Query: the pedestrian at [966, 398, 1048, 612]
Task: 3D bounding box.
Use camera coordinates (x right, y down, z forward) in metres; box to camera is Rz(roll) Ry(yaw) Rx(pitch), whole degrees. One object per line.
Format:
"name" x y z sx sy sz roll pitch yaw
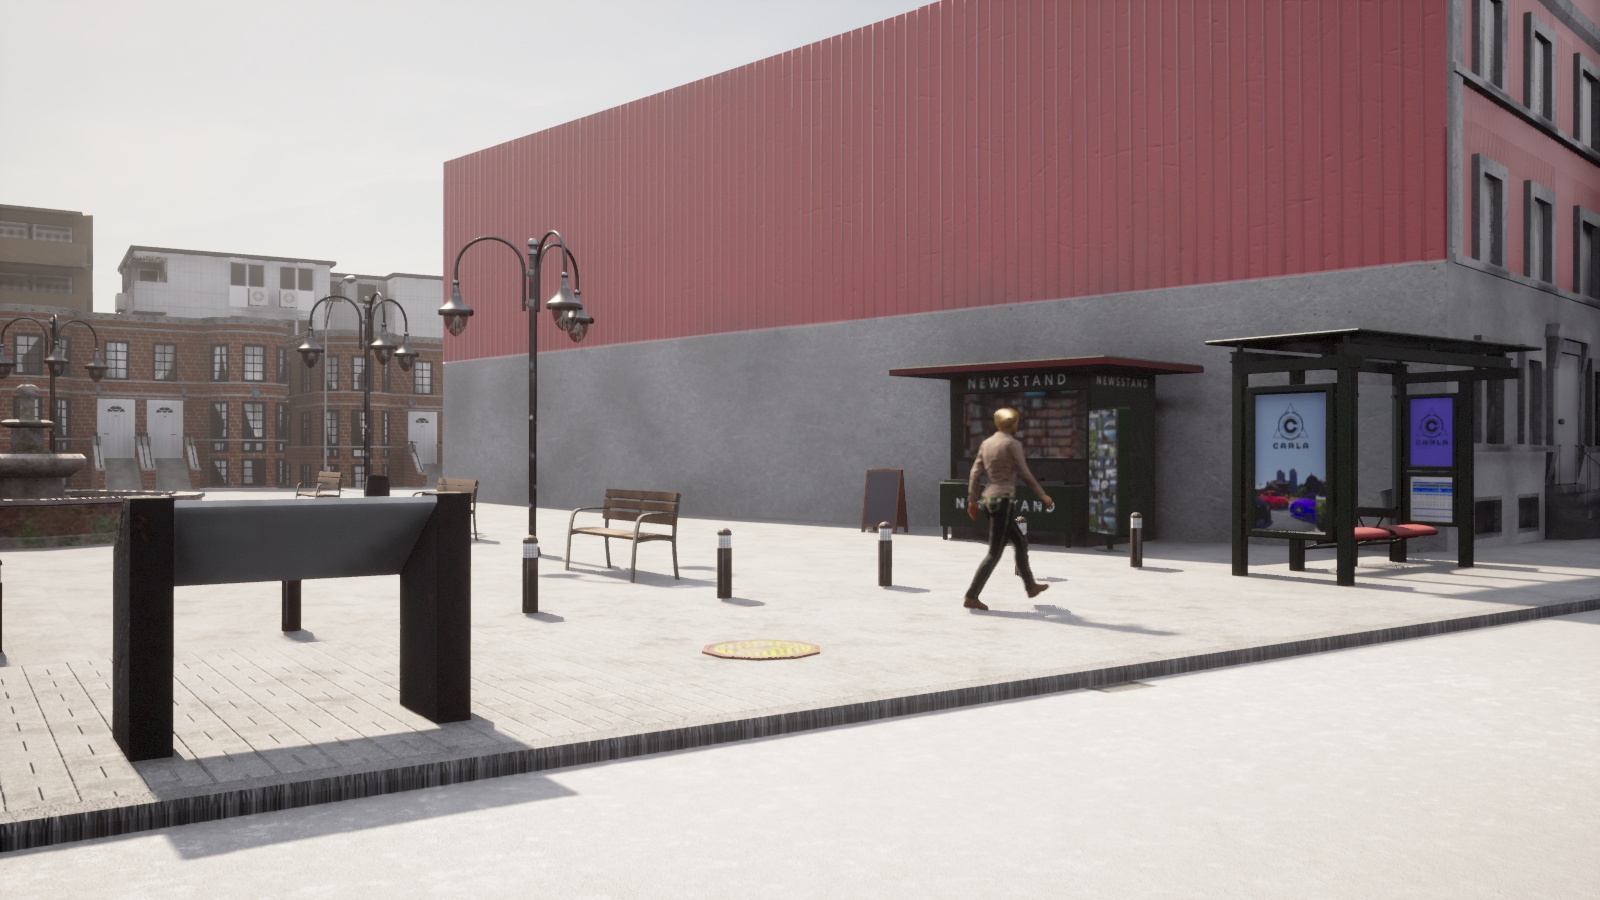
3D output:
"pedestrian" 1.837 0.474 11.148 0.634 1.846 0.331 0 0 -27
